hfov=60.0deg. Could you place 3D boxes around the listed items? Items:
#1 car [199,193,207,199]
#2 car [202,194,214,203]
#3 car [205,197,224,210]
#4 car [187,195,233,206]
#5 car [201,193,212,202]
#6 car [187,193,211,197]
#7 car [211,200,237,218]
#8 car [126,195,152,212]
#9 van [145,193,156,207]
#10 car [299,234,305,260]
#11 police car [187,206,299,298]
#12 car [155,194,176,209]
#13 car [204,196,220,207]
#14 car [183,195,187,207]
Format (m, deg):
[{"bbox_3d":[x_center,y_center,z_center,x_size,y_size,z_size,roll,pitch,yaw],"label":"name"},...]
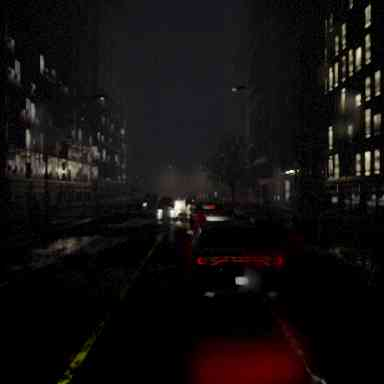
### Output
[{"bbox_3d":[2.727,0.976,85.824,1.887,1.381,4.507,0,0,0],"label":"car"},{"bbox_3d":[2.714,1.085,57.362,1.967,1.590,4.097,0,0,0],"label":"car"},{"bbox_3d":[2.707,1.316,40.286,2.008,1.369,4.403,0,0,0],"label":"car"},{"bbox_3d":[0.906,1.246,18.428,2.097,1.767,4.553,0,0,0],"label":"car"},{"bbox_3d":[2.716,1.044,63.054,1.967,1.590,4.097,0,0,0],"label":"car"},{"bbox_3d":[0.909,1.212,24.428,2.097,1.767,4.553,0,0,0],"label":"car"},{"bbox_3d":[2.702,1.417,28.901,1.802,1.307,4.206,0,0,0],"label":"car"},{"bbox_3d":[-5.677,1.351,34.600,2.008,1.369,4.403,0,0,0],"label":"car"},{"bbox_3d":[-5.671,1.068,45.984,1.690,1.788,3.998,0,0,0],"label":"van"},{"bbox_3d":[2.694,1.514,11.824,1.802,1.307,4.206,0,0,0],"label":"car"},{"bbox_3d":[0.903,1.376,8.568,1.930,1.638,5.238,0,0,0],"label":"police car"},{"bbox_3d":[-3.080,1.290,40.346,1.812,1.442,4.674,0,0,0],"label":"car"},{"bbox_3d":[2.709,1.277,45.978,2.008,1.369,4.403,0,0,0],"label":"car"},{"bbox_3d":[0.028,1.331,45.440,1.895,1.301,4.718,0,0,0],"label":"car"}]
